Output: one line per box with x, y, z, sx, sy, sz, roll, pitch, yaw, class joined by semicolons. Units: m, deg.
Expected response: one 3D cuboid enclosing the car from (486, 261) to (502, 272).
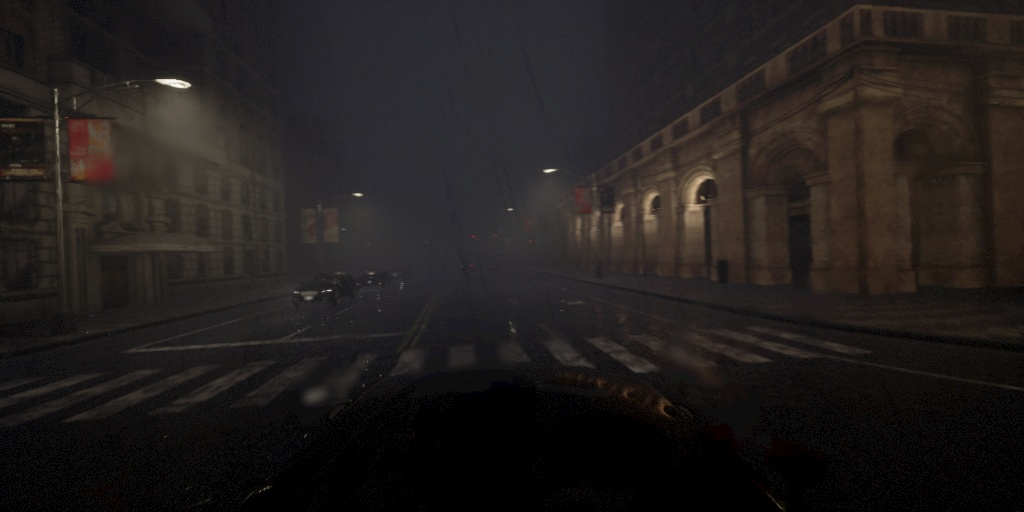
-2.437;1.369;47.534;2.033;1.411;5.357;-2;0;-7;car

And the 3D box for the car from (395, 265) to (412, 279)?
-11.909;1.675;38.163;2.128;1.511;4.902;-2;0;-7;car

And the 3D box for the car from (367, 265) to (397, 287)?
-10.574;1.702;27.892;1.994;1.385;4.181;-2;0;-8;car

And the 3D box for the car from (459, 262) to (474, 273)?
-6.182;1.488;49.271;1.812;1.442;4.674;-2;0;-7;car

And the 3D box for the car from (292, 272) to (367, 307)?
-9.216;1.582;18.072;2.128;1.511;4.902;-2;0;-8;car
